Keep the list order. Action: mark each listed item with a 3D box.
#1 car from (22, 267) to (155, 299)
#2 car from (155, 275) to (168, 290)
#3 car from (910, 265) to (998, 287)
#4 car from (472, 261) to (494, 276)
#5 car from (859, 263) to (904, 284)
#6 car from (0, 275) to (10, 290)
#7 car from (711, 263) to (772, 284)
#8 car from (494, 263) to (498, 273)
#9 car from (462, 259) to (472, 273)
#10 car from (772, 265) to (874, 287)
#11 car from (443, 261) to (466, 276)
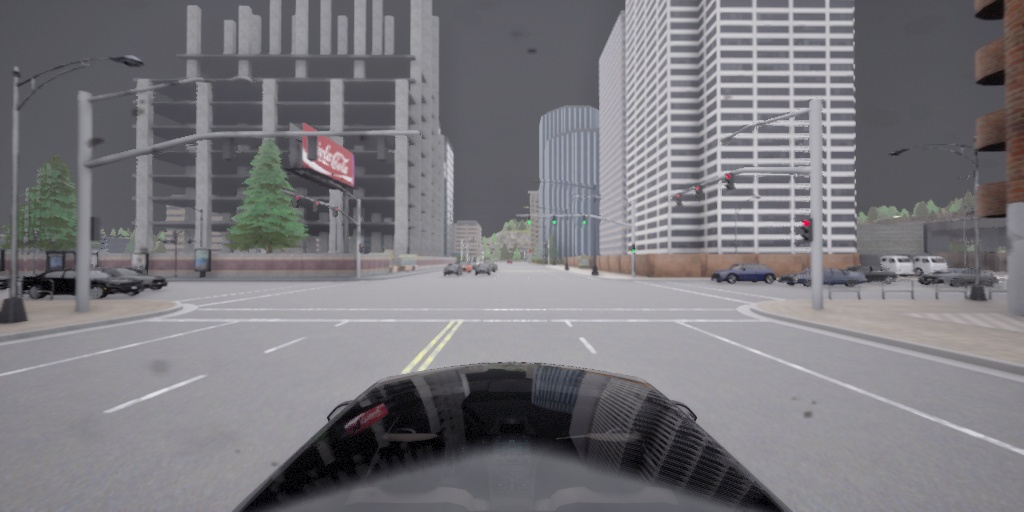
[{"bbox_3d":[-22.304,1.391,18.797,5.008,1.535,1.882,0,-1,0],"label":"car"},{"bbox_3d":[-24.346,1.452,22.285,4.892,1.490,1.837,0,-1,0],"label":"car"},{"bbox_3d":[32.564,1.553,26.288,4.181,1.385,1.994,0,-1,0],"label":"car"},{"bbox_3d":[-3.609,1.674,45.210,1.837,1.490,4.892,0,-1,0],"label":"car"},{"bbox_3d":[28.894,1.527,29.773,4.892,1.490,1.837,0,-1,0],"label":"car"},{"bbox_3d":[-34.188,1.451,22.232,4.892,1.490,1.837,0,-1,0],"label":"car"},{"bbox_3d":[19.044,1.374,29.730,4.553,1.767,2.097,0,-1,0],"label":"car"},{"bbox_3d":[-3.594,1.619,55.336,2.097,1.767,4.553,0,-1,0],"label":"car"},{"bbox_3d":[-7.099,1.595,52.870,2.097,1.767,4.553,0,-1,0],"label":"car"},{"bbox_3d":[22.652,1.536,26.248,5.357,1.411,2.033,0,-1,0],"label":"car"},{"bbox_3d":[-7.109,1.659,43.662,1.837,1.490,4.892,0,-1,0],"label":"car"}]
